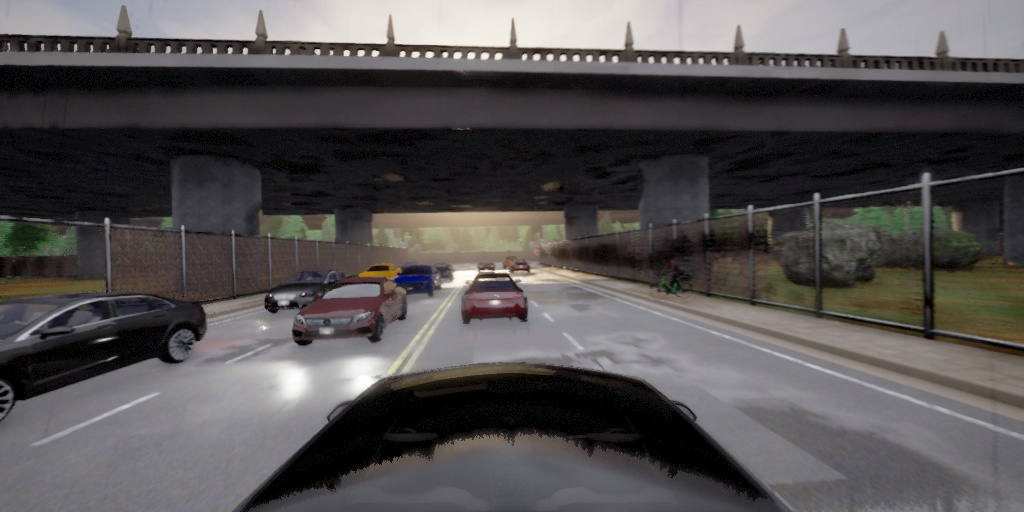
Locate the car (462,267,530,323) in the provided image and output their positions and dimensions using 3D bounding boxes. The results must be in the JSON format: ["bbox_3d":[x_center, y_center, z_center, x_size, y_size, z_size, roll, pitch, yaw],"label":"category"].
[{"bbox_3d":[-0.614,1.254,11.953,1.994,1.385,4.181,-1,0,-4],"label":"car"}]

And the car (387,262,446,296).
[{"bbox_3d":[-4.879,1.211,19.012,1.882,1.535,5.008,-1,0,-5],"label":"car"}]

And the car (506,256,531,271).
[{"bbox_3d":[0.787,1.021,37.661,1.994,1.385,4.181,-1,0,-4],"label":"car"}]

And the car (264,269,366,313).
[{"bbox_3d":[-8.047,1.331,14.770,2.128,1.511,4.902,-1,0,-5],"label":"car"}]

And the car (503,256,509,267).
[{"bbox_3d":[-0.192,0.739,49.435,2.097,1.767,4.553,-1,0,-4],"label":"car"}]

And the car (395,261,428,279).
[{"bbox_3d":[-9.615,1.268,34.725,2.033,1.411,5.357,-1,0,-4],"label":"car"}]

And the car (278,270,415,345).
[{"bbox_3d":[-4.123,1.313,9.907,1.812,1.442,4.674,-1,0,-5],"label":"car"}]

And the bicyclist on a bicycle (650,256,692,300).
[{"bbox_3d":[5.948,0.828,13.400,1.656,1.620,0.582,-1,0,-5],"label":"bicyclist on a bicycle"}]

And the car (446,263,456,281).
[{"bbox_3d":[-5.660,1.238,28.914,1.994,1.385,4.181,-1,0,-4],"label":"car"}]

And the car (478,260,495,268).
[{"bbox_3d":[-2.880,1.123,40.280,1.895,1.301,4.718,-1,0,-5],"label":"car"}]

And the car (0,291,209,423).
[{"bbox_3d":[-7.311,1.385,5.641,2.128,1.511,4.902,-1,0,-5],"label":"car"}]

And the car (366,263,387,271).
[{"bbox_3d":[-8.814,1.260,24.351,1.882,1.535,5.008,-1,0,-5],"label":"car"}]
